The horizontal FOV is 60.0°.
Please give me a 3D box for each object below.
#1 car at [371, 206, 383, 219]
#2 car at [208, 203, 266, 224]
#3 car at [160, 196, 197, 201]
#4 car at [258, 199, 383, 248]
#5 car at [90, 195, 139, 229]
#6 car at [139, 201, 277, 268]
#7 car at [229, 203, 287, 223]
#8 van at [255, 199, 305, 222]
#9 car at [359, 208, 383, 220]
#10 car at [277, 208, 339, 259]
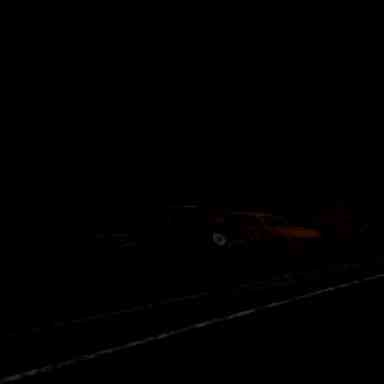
[{"bbox_3d":[27.778,2.913,46.340,2.185,1.767,4.553,4,-2,-35],"label":"car"},{"bbox_3d":[3.819,1.792,29.300,1.946,1.575,5.366,2,-1,-36],"label":"car"},{"bbox_3d":[-0.688,1.387,25.790,2.435,2.045,5.566,1,-1,-36],"label":"car"},{"bbox_3d":[5.135,1.349,14.927,2.435,2.045,5.566,2,-1,-36],"label":"car"},{"bbox_3d":[-5.106,1.271,22.579,2.435,2.045,5.566,1,-1,-36],"label":"car"},{"bbox_3d":[0.317,1.353,11.428,2.185,1.767,4.553,1,-1,-36],"label":"car"},{"bbox_3d":[5.978,1.874,30.853,1.946,1.575,5.366,2,-1,-36],"label":"car"},{"bbox_3d":[8.427,1.745,32.244,1.878,1.987,4.442,2,-1,-36],"label":"van"},{"bbox_3d":[25.227,2.919,44.448,2.002,1.452,4.674,4,-2,-36],"label":"car"},{"bbox_3d":[2.785,1.540,13.189,2.097,1.535,5.008,1,-1,-36],"label":"car"}]
